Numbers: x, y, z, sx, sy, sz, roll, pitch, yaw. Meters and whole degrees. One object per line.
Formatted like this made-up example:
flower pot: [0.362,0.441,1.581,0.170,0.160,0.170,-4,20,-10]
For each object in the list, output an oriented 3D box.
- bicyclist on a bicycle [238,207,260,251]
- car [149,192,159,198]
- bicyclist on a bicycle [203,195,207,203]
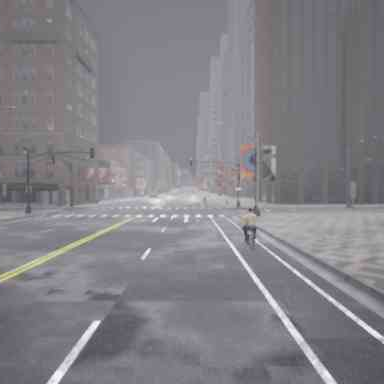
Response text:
bicyclist on a bicycle: [2.244,1.387,12.903,0.866,1.612,1.509,0,0,0]
car: [-9.793,0.714,85.596,2.097,1.767,4.553,0,0,0]
bicyclist on a bicycle: [2.223,1.264,56.996,0.866,1.612,1.509,0,0,0]
